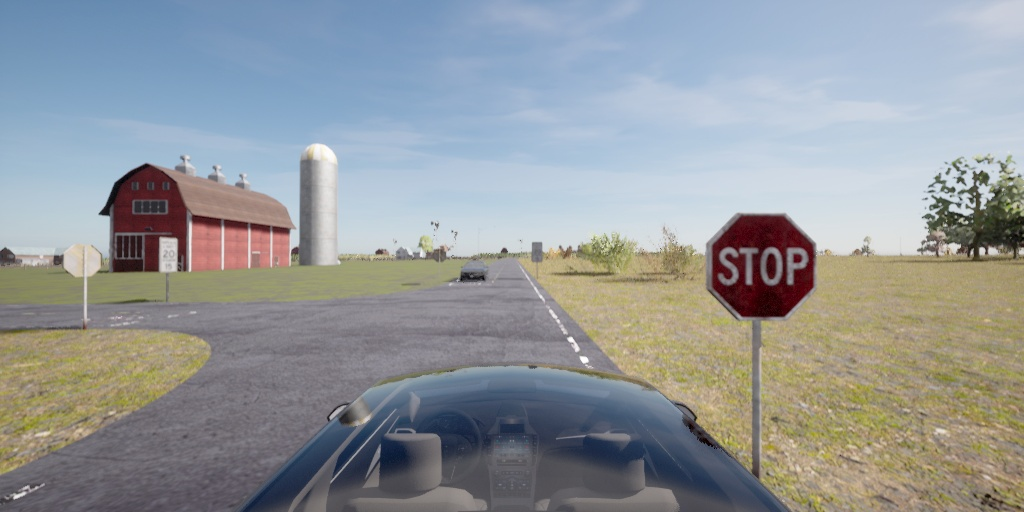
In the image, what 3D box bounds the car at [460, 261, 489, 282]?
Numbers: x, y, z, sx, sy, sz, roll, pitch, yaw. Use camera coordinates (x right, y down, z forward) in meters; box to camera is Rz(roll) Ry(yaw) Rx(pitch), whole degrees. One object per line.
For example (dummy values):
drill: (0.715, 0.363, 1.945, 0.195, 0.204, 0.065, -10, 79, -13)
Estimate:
car: (-2.759, 1.115, 27.153, 1.882, 1.535, 5.008, 0, 1, 0)
